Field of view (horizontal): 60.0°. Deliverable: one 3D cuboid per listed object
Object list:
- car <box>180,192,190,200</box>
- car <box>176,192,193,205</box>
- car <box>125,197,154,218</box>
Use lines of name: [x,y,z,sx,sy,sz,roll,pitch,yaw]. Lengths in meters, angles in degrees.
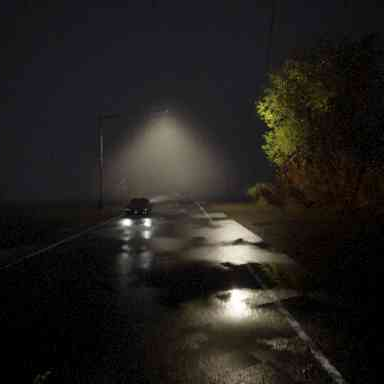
car: [-1.237,0.698,63.109,1.812,1.442,4.674,-1,1,-1]
car: [-0.846,0.964,45.681,1.994,1.385,4.181,-1,1,-1]
car: [-4.132,1.193,26.534,1.837,1.490,4.892,-1,1,-1]
